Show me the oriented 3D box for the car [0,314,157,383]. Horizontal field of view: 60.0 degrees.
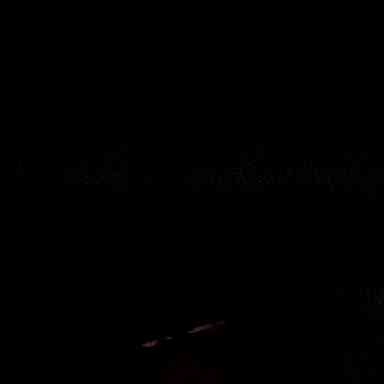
[{"bbox_3d":[-2.492,1.560,1.584,4.718,1.301,1.895,-1,2,-35],"label":"car"}]
